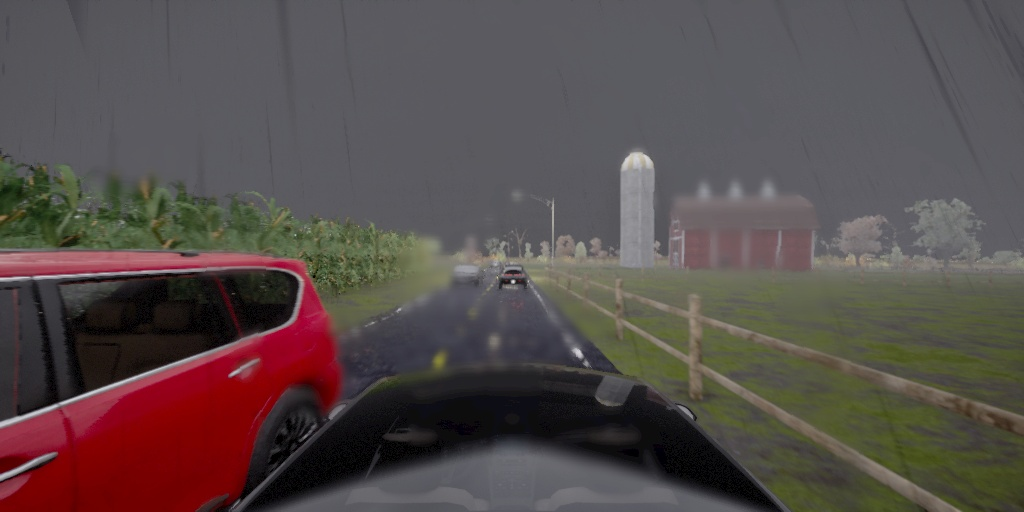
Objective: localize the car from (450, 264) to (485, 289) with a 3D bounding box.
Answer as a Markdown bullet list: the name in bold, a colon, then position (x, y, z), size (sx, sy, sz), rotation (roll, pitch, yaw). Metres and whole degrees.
- **car**: position (-2.880, 1.279, 23.789), size (1.882, 1.535, 5.008), rotation (0, 0, 0)

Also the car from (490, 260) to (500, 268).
- **car**: position (-2.921, 1.429, 65.407), size (2.128, 1.511, 4.902), rotation (0, 0, 0)

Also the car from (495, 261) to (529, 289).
- **car**: position (0.066, 1.306, 23.954), size (1.837, 1.490, 4.892), rotation (0, 0, 0)

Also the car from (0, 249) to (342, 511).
- **car**: position (-2.806, 0.973, 1.364), size (2.150, 2.045, 5.566), rotation (0, 0, 1)
